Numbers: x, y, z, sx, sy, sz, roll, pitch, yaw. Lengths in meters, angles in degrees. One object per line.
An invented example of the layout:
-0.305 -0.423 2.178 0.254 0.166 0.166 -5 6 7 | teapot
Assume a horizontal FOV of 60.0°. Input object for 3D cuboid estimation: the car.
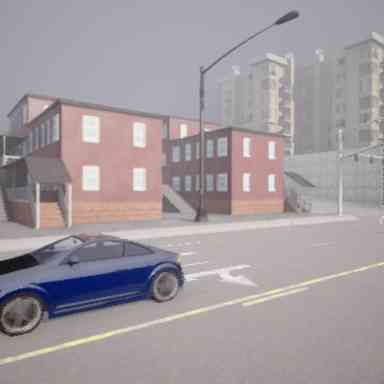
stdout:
-2.204 1.568 6.707 4.181 1.385 1.994 0 0 -35 | car
